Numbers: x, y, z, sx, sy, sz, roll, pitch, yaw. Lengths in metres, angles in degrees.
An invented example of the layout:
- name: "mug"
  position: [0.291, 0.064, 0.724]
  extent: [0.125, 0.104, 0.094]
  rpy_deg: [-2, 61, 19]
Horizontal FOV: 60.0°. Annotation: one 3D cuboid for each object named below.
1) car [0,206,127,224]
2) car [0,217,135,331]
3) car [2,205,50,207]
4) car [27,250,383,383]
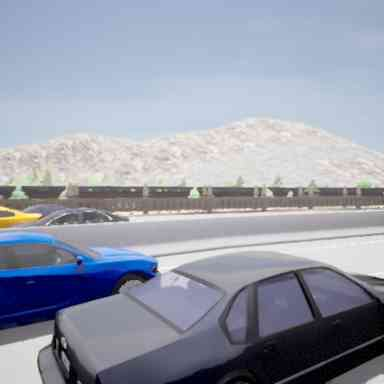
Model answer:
- name: "car"
  position: [-4.826, 1.430, 13.151]
  extent: [4.892, 1.490, 1.837]
  rpy_deg: [0, 0, -33]
- name: "car"
  position: [-2.914, 1.444, 5.804]
  extent: [5.008, 1.535, 1.882]
  rpy_deg: [0, 0, -35]
- name: "car"
  position: [-9.162, 1.396, 14.479]
  extent: [5.008, 1.535, 1.882]
  rpy_deg: [0, 0, -34]
- name: "car"
  position: [0.999, 1.522, 4.298]
  extent: [5.357, 1.411, 2.033]
  rpy_deg: [0, 0, -33]
